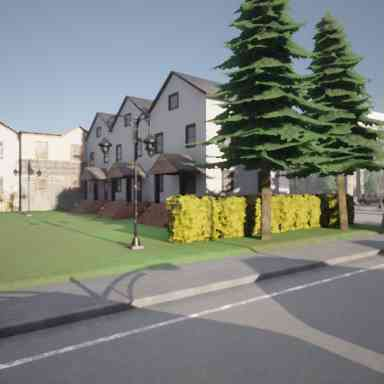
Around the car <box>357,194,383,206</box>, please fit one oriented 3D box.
[{"bbox_3d":[26.957,1.089,49.072,1.932,1.855,4.605,0,0,-36],"label":"car"}]

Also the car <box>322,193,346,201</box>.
[{"bbox_3d":[31.817,1.086,74.527,1.932,1.855,4.605,0,0,-36],"label":"car"}]
